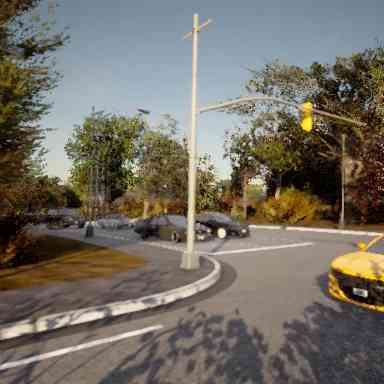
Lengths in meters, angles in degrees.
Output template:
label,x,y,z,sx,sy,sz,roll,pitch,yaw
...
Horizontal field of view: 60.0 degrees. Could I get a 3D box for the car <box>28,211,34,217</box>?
label,x,y,z,sx,sy,sz,roll,pitch,yaw
car,-21.462,3.586,45.780,5.566,2.045,2.150,-4,-4,39

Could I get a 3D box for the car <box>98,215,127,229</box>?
label,x,y,z,sx,sy,sz,roll,pitch,yaw
car,-7.044,2.807,31.557,1.895,1.301,4.718,2,-5,-42

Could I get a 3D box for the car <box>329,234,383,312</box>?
label,x,y,z,sx,sy,sz,roll,pitch,yaw
car,5.112,1.627,7.514,5.008,1.535,1.882,2,-1,-35

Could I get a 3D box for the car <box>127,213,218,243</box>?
label,x,y,z,sx,sy,sz,roll,pitch,yaw
car,-1.275,2.010,18.887,2.033,1.411,5.357,2,-3,-41

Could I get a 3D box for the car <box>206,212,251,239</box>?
label,x,y,z,sx,sy,sz,roll,pitch,yaw
car,1.477,2.045,21.059,1.882,1.535,5.008,2,-3,-37

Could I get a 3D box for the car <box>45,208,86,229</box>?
label,x,y,z,sx,sy,sz,roll,pitch,yaw
car,-12.357,2.570,32.221,2.150,2.045,5.566,2,-5,-43
